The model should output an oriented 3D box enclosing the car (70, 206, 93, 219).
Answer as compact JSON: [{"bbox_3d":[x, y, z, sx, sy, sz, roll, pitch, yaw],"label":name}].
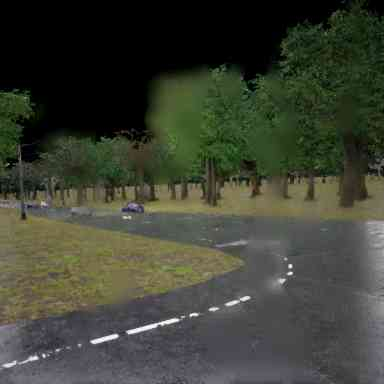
[{"bbox_3d":[-14.591,2.680,43.531,1.837,1.490,4.892,-4,0,-36],"label":"car"}]

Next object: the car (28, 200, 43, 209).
[{"bbox_3d":[-40.933,3.251,85.847,2.150,2.045,5.566,-4,1,-34],"label":"car"}]

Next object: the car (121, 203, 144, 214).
[{"bbox_3d":[-8.392,2.291,46.869,1.812,1.442,4.674,-4,1,-36],"label":"car"}]
